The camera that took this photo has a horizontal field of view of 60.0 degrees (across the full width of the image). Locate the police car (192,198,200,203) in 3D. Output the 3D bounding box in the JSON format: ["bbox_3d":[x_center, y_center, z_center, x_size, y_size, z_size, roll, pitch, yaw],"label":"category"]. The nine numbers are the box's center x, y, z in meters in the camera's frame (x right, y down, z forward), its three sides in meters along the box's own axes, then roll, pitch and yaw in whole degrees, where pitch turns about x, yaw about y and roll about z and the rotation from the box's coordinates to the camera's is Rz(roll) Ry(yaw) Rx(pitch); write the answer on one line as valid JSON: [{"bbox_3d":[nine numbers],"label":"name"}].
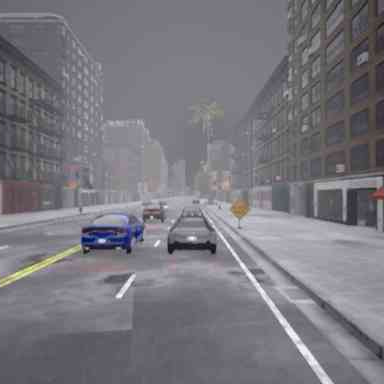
[{"bbox_3d":[0.978,2.377,84.936,1.930,1.638,5.238,0,-1,0],"label":"police car"}]

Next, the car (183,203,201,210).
[{"bbox_3d":[0.004,1.907,29.111,1.895,1.301,4.718,0,-1,0],"label":"car"}]

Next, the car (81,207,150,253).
[{"bbox_3d":[-3.242,1.623,14.476,1.882,1.535,5.008,0,0,0],"label":"car"}]

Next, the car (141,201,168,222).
[{"bbox_3d":[-3.244,1.816,29.304,1.837,1.490,4.892,0,0,0],"label":"car"}]

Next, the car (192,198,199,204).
[{"bbox_3d":[0.979,2.523,95.016,1.801,1.575,5.366,0,-1,0],"label":"car"}]

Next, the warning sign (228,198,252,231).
[{"bbox_3d":[2.851,1.316,19.833,1.300,1.860,1.060,0,-1,0],"label":"warning sign"}]

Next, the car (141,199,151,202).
[{"bbox_3d":[-9.748,2.299,71.746,1.837,1.490,4.892,0,-1,0],"label":"car"}]

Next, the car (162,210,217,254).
[{"bbox_3d":[0.006,1.708,14.292,1.994,1.385,4.181,0,-1,0],"label":"car"}]
